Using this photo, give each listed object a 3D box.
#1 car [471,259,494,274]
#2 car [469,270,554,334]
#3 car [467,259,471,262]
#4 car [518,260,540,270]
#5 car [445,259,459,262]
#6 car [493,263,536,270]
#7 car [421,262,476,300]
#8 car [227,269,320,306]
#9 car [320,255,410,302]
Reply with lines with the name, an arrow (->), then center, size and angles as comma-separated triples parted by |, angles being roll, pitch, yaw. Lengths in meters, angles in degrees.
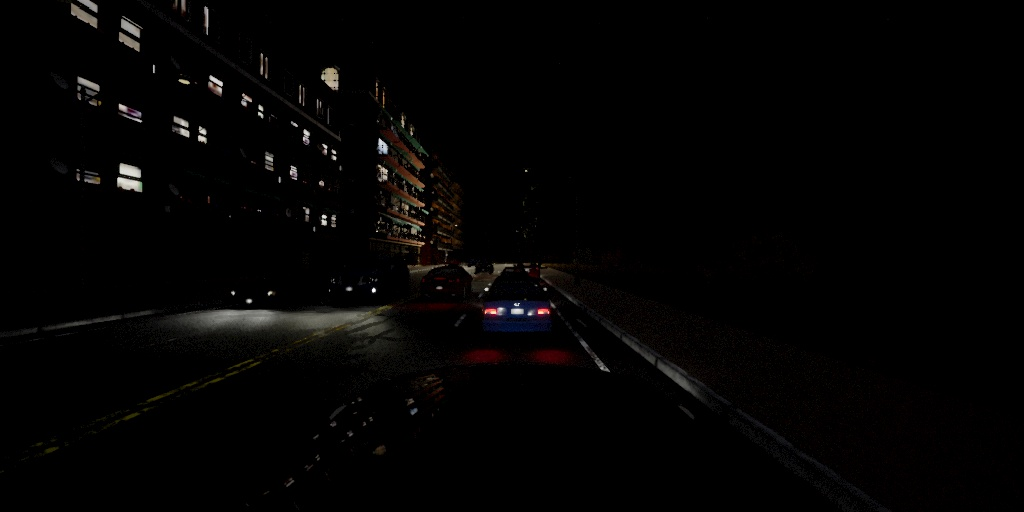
car -> -3.080, 1.244, 40.859 | 2.128, 1.511, 4.902 | 0, 0, 0
car -> 0.117, 1.299, 10.597 | 2.033, 1.411, 5.357 | 0, 0, 0
car -> -6.472, 1.277, 60.473 | 1.812, 1.442, 4.674 | 0, 0, 0
car -> 1.187, 1.105, 29.865 | 2.097, 1.767, 4.553 | 0, 0, 0
car -> -9.733, 1.230, 58.057 | 1.882, 1.535, 5.008 | 0, 0, 0
car -> 0.128, 1.317, 20.930 | 1.994, 1.385, 4.181 | 0, 0, 1
car -> -3.123, 1.230, 17.932 | 1.882, 1.535, 5.008 | 0, 0, 0
car -> -9.825, 1.300, 16.056 | 2.033, 1.411, 5.357 | 0, 0, 0
car -> -6.574, 0.974, 17.253 | 2.150, 2.045, 5.566 | 0, 0, 0
